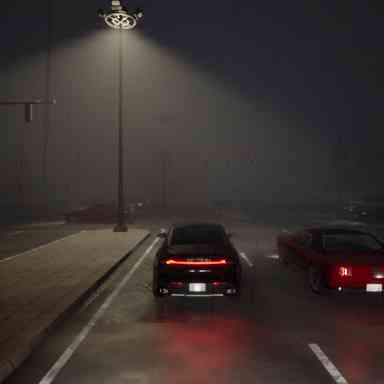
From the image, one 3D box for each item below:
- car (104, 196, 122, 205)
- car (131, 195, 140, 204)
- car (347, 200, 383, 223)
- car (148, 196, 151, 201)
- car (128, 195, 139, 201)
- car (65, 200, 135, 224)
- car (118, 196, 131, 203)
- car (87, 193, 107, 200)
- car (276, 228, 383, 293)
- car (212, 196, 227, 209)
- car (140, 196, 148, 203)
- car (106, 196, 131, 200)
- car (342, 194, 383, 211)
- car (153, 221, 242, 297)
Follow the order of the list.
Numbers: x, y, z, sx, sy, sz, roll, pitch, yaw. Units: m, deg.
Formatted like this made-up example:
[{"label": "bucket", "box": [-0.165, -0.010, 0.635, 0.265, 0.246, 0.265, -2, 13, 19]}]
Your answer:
[{"label": "car", "box": [-14.651, 1.546, 62.144, 2.033, 1.411, 5.357, 0, 0, 1]}, {"label": "car", "box": [-11.185, 1.503, 60.355, 1.837, 1.490, 4.892, 0, 0, 1]}, {"label": "car", "box": [14.585, 1.525, 24.907, 4.674, 1.442, 1.812, 0, 0, 0]}, {"label": "car", "box": [-10.989, 1.550, 79.180, 1.994, 1.385, 4.181, 0, 0, 0]}, {"label": "car", "box": [-14.456, 1.515, 82.295, 1.812, 1.442, 4.674, 0, 0, 1]}, {"label": "car", "box": [-6.753, 1.525, 24.138, 4.674, 1.442, 1.812, 0, 0, -3]}, {"label": "car", "box": [-14.538, 1.551, 72.091, 1.994, 1.385, 4.181, 0, 0, 0]}, {"label": "car", "box": [-14.759, 1.220, 51.895, 2.150, 2.045, 5.566, 0, 0, 0]}, {"label": "car", "box": [3.630, 1.601, 8.784, 1.895, 1.301, 4.718, 0, 0, 1]}, {"label": "car", "box": [3.698, 1.600, 44.874, 1.895, 1.301, 4.718, 0, 0, 2]}, {"label": "car", "box": [-11.056, 1.594, 69.329, 1.895, 1.301, 4.718, 0, 0, 0]}, {"label": "car", "box": [-11.267, 1.600, 51.345, 1.895, 1.301, 4.718, 0, 0, 0]}, {"label": "car", "box": [17.501, 1.221, 31.957, 5.566, 2.045, 2.150, 0, 0, 2]}, {"label": "car", "box": [0.127, 1.505, 8.540, 1.837, 1.490, 4.892, 0, 0, 1]}]
